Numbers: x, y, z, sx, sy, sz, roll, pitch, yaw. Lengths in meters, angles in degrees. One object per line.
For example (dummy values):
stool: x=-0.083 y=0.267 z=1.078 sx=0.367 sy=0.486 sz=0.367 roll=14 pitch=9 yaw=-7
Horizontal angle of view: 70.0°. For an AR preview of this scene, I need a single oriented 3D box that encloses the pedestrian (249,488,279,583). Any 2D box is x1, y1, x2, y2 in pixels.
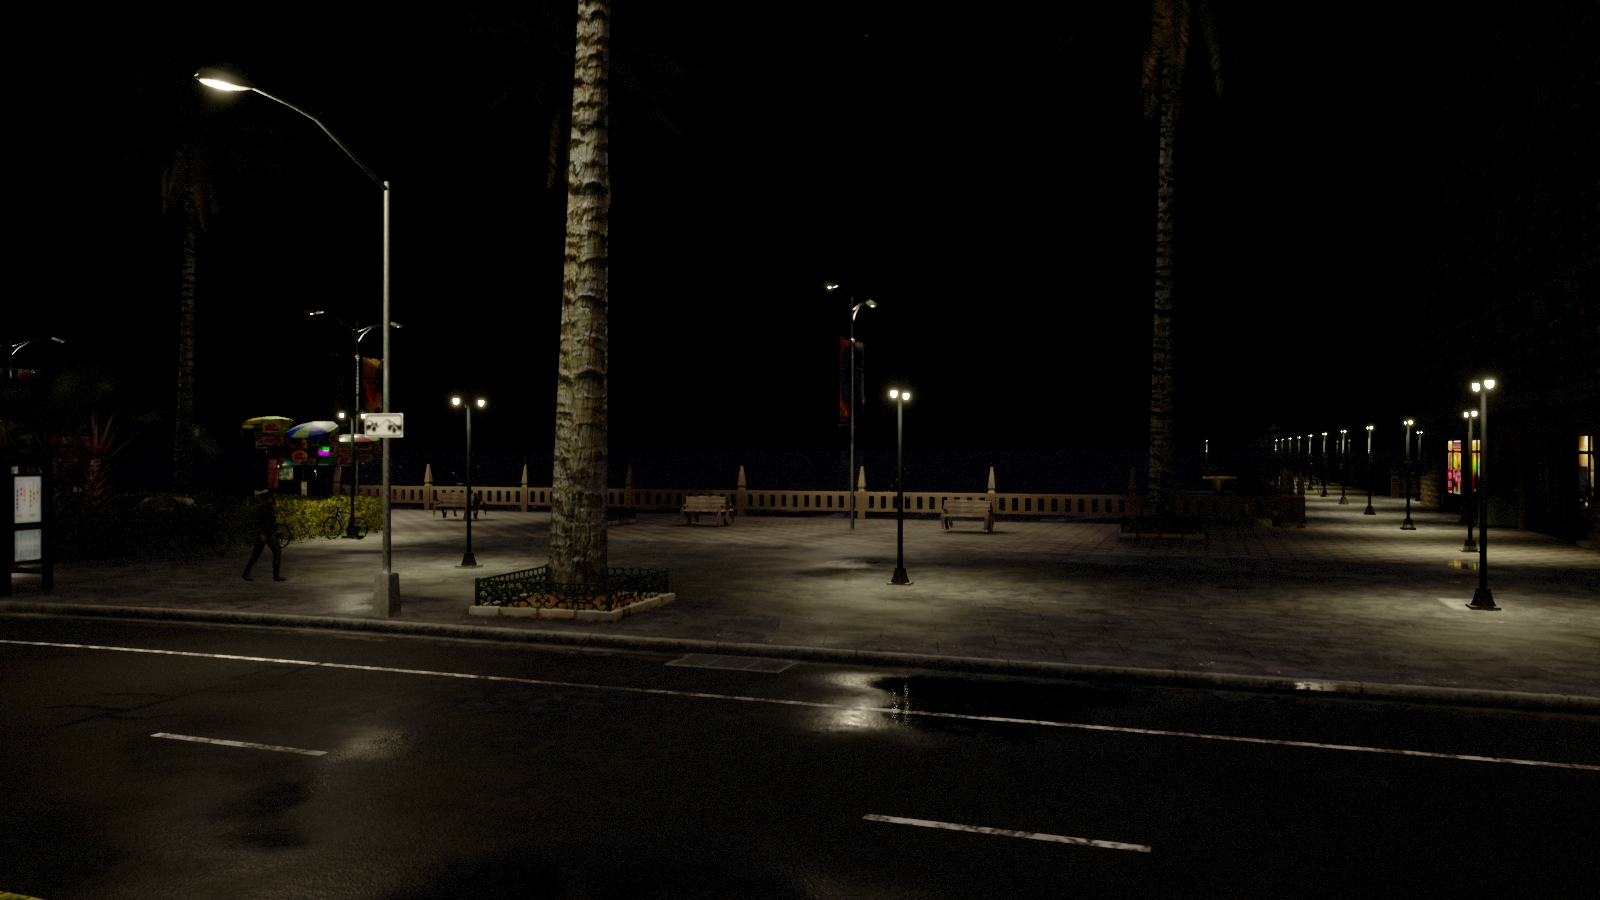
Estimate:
pedestrian: x=-10.675 y=1.698 z=22.760 sx=0.375 sy=1.860 sz=0.375 roll=0 pitch=0 yaw=13
